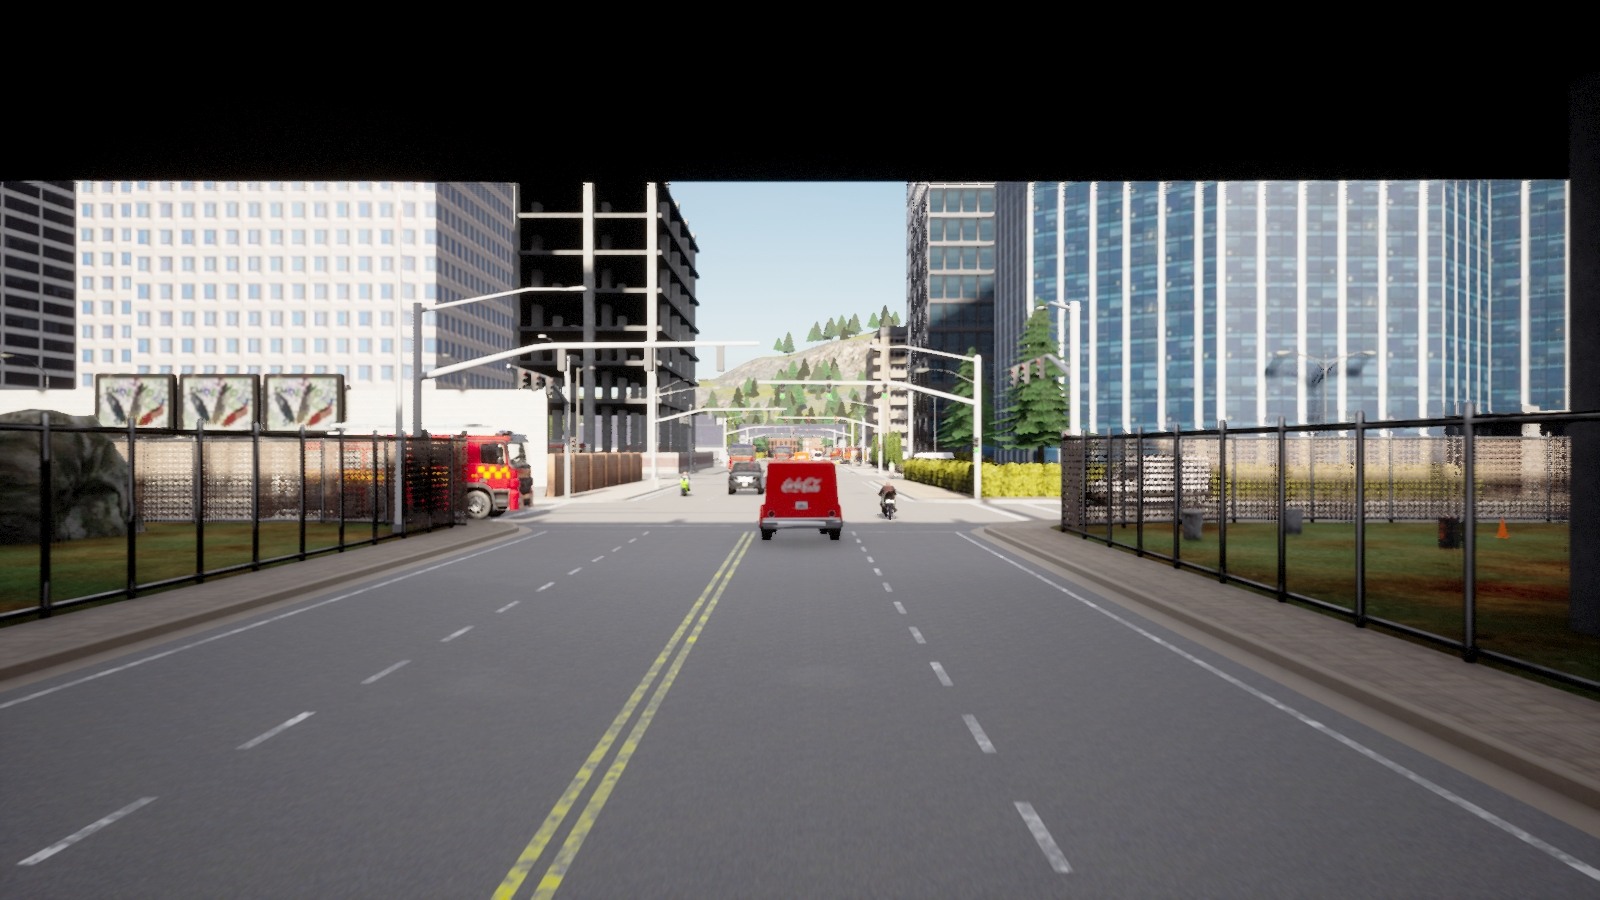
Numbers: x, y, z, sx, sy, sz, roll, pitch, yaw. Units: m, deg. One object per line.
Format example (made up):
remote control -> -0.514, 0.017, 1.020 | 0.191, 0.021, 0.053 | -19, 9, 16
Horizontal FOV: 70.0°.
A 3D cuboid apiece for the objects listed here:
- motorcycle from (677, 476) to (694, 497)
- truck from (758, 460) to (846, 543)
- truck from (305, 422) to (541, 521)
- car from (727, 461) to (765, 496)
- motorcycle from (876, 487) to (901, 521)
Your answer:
motorcycle -> -6.885, 2.189, 68.530 | 0.803, 1.199, 2.033 | 0, 0, 0
truck -> -0.026, 1.567, 36.984 | 2.627, 2.467, 5.204 | 0, 0, -2
truck -> -14.941, 0.839, 45.706 | 8.468, 3.827, 2.891 | 0, 0, 0
car -> -3.378, 1.782, 72.785 | 2.150, 2.045, 5.566 | 0, 0, 0
motorcycle -> 3.576, 2.179, 46.417 | 0.867, 1.251, 2.209 | 0, 0, 0
